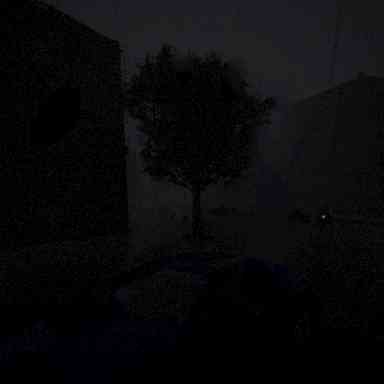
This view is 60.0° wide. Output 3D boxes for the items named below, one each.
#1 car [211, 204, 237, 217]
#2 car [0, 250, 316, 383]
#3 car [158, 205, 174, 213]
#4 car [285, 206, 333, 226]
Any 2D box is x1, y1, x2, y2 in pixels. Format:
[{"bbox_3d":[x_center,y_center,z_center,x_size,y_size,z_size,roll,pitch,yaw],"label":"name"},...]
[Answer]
[{"bbox_3d":[4.012,2.317,42.293,1.882,1.535,5.008,-3,-1,-18],"label":"car"},{"bbox_3d":[-0.018,1.564,4.257,1.812,1.442,4.674,-1,-1,43],"label":"car"},{"bbox_3d":[-4.567,2.944,56.789,2.033,1.411,5.357,-3,1,-18],"label":"car"},{"bbox_3d":[8.991,1.822,25.877,1.994,1.385,4.181,-3,-1,-14],"label":"car"}]
